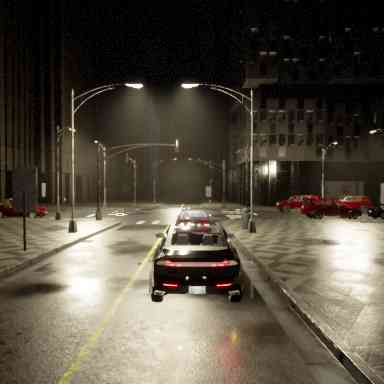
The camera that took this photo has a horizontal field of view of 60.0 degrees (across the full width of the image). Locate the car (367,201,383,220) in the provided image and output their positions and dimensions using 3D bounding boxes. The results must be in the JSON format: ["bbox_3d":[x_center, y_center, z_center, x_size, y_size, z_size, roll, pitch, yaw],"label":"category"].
[{"bbox_3d":[17.715,1.742,29.165,4.313,1.339,1.947,0,1,0],"label":"car"}]

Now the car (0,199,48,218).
[{"bbox_3d":[-14.969,1.567,29.009,4.507,1.381,1.887,0,1,0],"label":"car"}]

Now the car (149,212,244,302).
[{"bbox_3d":[0.086,1.490,8.213,2.128,1.511,4.902,0,0,0],"label":"car"}]

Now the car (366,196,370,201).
[{"bbox_3d":[17.685,1.353,37.686,5.009,1.841,2.192,0,1,0],"label":"car"}]

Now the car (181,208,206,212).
[{"bbox_3d":[0.071,1.550,17.923,2.033,1.411,5.357,0,0,0],"label":"car"}]

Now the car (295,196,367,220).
[{"bbox_3d":[12.072,1.462,29.135,5.009,1.841,2.192,0,1,0],"label":"car"}]

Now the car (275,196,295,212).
[{"bbox_3d":[12.042,1.325,37.659,5.009,1.841,2.192,0,1,0],"label":"car"}]

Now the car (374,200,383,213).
[{"bbox_3d":[23.327,1.633,37.715,4.313,1.339,1.947,0,1,0],"label":"car"}]
